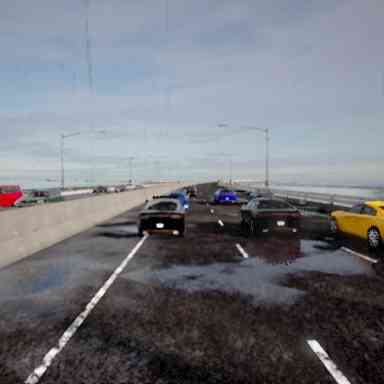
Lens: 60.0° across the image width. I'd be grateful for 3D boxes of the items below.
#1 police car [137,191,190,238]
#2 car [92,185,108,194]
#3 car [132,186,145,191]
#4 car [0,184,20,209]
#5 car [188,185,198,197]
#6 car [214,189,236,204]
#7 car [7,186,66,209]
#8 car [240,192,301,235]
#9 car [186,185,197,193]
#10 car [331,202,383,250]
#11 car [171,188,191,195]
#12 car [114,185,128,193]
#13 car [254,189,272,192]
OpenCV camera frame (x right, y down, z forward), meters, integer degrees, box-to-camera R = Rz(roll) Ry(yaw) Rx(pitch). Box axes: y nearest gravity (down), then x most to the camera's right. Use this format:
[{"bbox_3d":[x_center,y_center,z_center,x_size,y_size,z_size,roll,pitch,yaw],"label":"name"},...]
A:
[{"bbox_3d":[-1.207,0.961,14.931,1.930,1.638,5.238,0,2,0],"label":"police car"},{"bbox_3d":[-17.568,-0.519,63.822,1.882,1.535,5.008,0,2,1],"label":"car"},{"bbox_3d":[-10.534,-0.534,66.260,2.033,1.411,5.357,0,2,1],"label":"car"},{"bbox_3d":[-14.297,0.475,24.060,2.150,2.045,5.566,0,2,0],"label":"car"},{"bbox_3d":[-0.186,-0.058,49.504,2.128,1.511,4.902,0,2,0],"label":"car"},{"bbox_3d":[3.385,0.406,34.339,1.882,1.535,5.008,0,2,0],"label":"car"},{"bbox_3d":[-10.794,0.611,23.868,2.097,1.767,4.553,0,2,0],"label":"car"},{"bbox_3d":[3.446,0.997,15.422,1.882,1.535,5.008,0,2,0],"label":"car"},{"bbox_3d":[-0.039,-0.598,66.618,2.128,1.511,4.902,0,2,1],"label":"car"},{"bbox_3d":[6.967,1.088,12.464,1.882,1.535,5.008,0,2,0],"label":"car"},{"bbox_3d":[-1.256,0.706,24.802,1.882,1.535,5.008,0,2,0],"label":"car"},{"bbox_3d":[-14.045,-0.566,66.012,2.128,1.511,4.902,0,2,1],"label":"car"},{"bbox_3d":[6.885,0.467,32.796,2.128,1.511,4.902,0,2,0],"label":"car"}]
